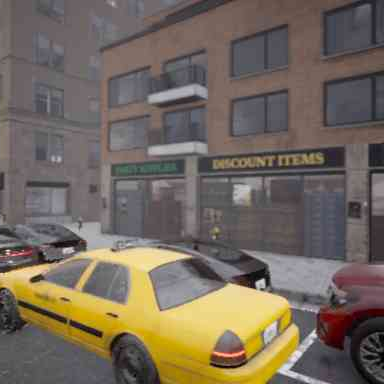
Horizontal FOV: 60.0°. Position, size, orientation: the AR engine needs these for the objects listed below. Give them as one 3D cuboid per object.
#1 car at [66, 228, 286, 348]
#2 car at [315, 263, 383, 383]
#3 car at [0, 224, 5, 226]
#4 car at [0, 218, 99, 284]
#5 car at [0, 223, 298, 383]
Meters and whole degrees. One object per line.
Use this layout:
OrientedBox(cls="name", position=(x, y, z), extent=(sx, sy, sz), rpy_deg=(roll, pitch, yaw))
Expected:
OrientedBox(cls="car", position=(-0.498, 1.627, 6.945), extent=(4.313, 1.339, 1.947), rpy_deg=(0, -1, 37))
OrientedBox(cls="car", position=(4.057, 1.372, 3.570), extent=(5.009, 1.841, 2.192), rpy_deg=(0, -1, 37))
OrientedBox(cls="car", position=(-5.878, 1.551, 8.592), extent=(4.892, 1.490, 1.837), rpy_deg=(0, 0, 37))
OrientedBox(cls="car", position=(-5.052, 1.632, 10.321), extent=(4.313, 1.339, 1.947), rpy_deg=(0, -1, 37))
OrientedBox(cls="car", position=(-1.210, 1.498, 5.133), extent=(5.366, 1.575, 1.801), rpy_deg=(0, -1, 37))
